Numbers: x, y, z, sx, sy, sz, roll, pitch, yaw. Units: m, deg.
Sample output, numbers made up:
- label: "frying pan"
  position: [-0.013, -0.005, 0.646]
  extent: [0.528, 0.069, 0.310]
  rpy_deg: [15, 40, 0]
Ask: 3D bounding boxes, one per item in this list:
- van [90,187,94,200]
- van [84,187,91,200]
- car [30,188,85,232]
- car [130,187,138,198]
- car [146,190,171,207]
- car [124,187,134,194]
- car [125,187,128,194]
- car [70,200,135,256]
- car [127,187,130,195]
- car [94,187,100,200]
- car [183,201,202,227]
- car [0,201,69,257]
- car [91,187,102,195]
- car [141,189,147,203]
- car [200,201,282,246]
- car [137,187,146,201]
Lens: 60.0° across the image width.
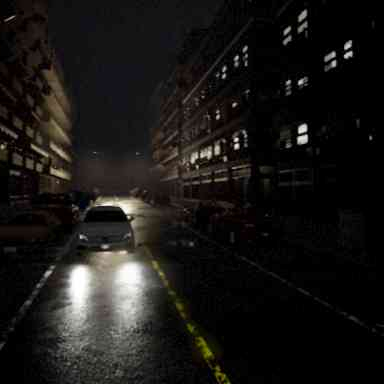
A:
- label: "van"
  position: [-11.024, 0.585, 33.211]
  extent: [1.690, 1.788, 3.998]
  rpy_deg: [2, 1, -14]
- label: "van"
  position: [-9.682, 0.698, 27.846]
  extent: [1.690, 1.788, 3.998]
  rpy_deg: [2, 1, -14]
- label: "car"
  position: [-7.000, 0.907, 17.119]
  extent: [2.192, 1.841, 5.009]
  rpy_deg: [2, 1, -14]
- label: "car"
  position: [-8.760, 0.138, 56.513]
  extent: [2.192, 1.841, 5.009]
  rpy_deg: [1, 1, -14]
- label: "car"
  position: [-3.369, 0.809, 35.065]
  extent: [1.887, 1.381, 4.507]
  rpy_deg: [1, 1, -14]
- label: "car"
  position: [-16.807, -0.472, 88.706]
  extent: [2.192, 1.841, 5.009]
  rpy_deg: [1, 1, -14]
- label: "car"
  position: [-14.132, -0.010, 77.978]
  extent: [1.802, 1.307, 4.206]
  rpy_deg: [1, 1, -14]
- label: "car"
  position: [-3.111, 1.252, 12.036]
  extent: [1.812, 1.442, 4.674]
  rpy_deg: [0, 2, -14]
- label: "car"
  position: [-11.446, 0.052, 67.246]
  extent: [1.967, 1.590, 4.097]
  rpy_deg: [1, 1, -14]
- label: "car"
  position: [-13.704, 0.336, 43.939]
  extent: [2.192, 1.841, 5.009]
  rpy_deg: [2, 1, -14]
- label: "car"
  position: [0.652, 1.163, 18.972]
  extent: [2.008, 1.369, 4.403]
  rpy_deg: [2, 1, -14]
- label: "car"
  position: [-5.625, 1.240, 11.592]
  extent: [1.752, 1.417, 4.829]
  rpy_deg: [2, 1, -14]
- label: "car"
  position: [-21.750, -0.297, 76.125]
  extent: [2.192, 1.841, 5.009]
  rpy_deg: [2, 1, -14]
- label: "car"
  position: [-4.710, 0.697, 40.429]
  extent: [1.887, 1.381, 4.507]
  rpy_deg: [1, 1, -14]
- label: "car"
  position: [1.994, 1.277, 13.607]
  extent: [1.887, 1.381, 4.507]
  rpy_deg: [2, 1, -14]
- label: "car"
  position: [-6.041, 0.482, 45.795]
  extent: [1.967, 1.590, 4.097]
  rpy_deg: [1, 1, -14]
